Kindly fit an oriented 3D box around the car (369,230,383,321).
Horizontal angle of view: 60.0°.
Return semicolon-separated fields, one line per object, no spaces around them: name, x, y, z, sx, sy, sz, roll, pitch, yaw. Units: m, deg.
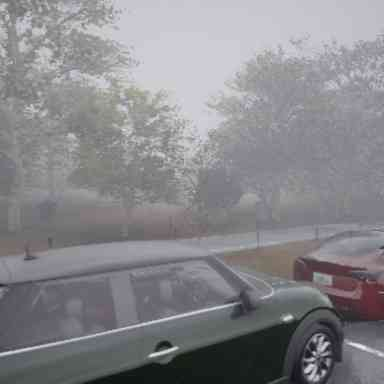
car;4.240;1.547;7.093;4.792;1.488;2.163;-1;-1;-33

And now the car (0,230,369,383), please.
car;-0.317;1.362;3.831;4.553;1.767;2.185;0;0;-33
